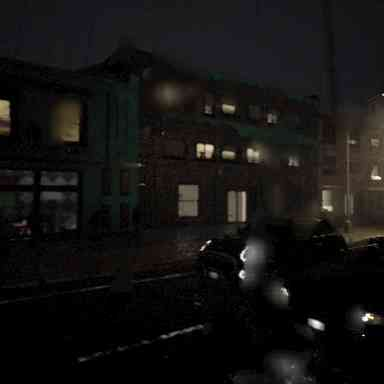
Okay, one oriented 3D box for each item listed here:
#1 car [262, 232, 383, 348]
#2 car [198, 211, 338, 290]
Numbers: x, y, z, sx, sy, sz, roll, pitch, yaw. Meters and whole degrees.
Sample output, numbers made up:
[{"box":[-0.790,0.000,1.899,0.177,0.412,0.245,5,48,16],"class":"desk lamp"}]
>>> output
[{"box":[4.047,1.649,6.573,5.357,1.411,2.033,1,-1,-35],"class":"car"},{"box":[2.366,1.457,9.364,4.553,1.767,2.097,1,-1,-35],"class":"car"}]
